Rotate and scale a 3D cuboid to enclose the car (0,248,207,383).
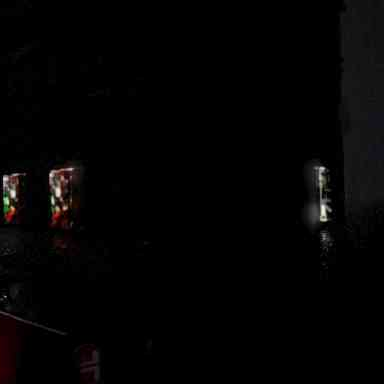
[{"bbox_3d":[-1.915,1.456,4.260,4.097,1.590,1.967,0,-1,36],"label":"car"}]
